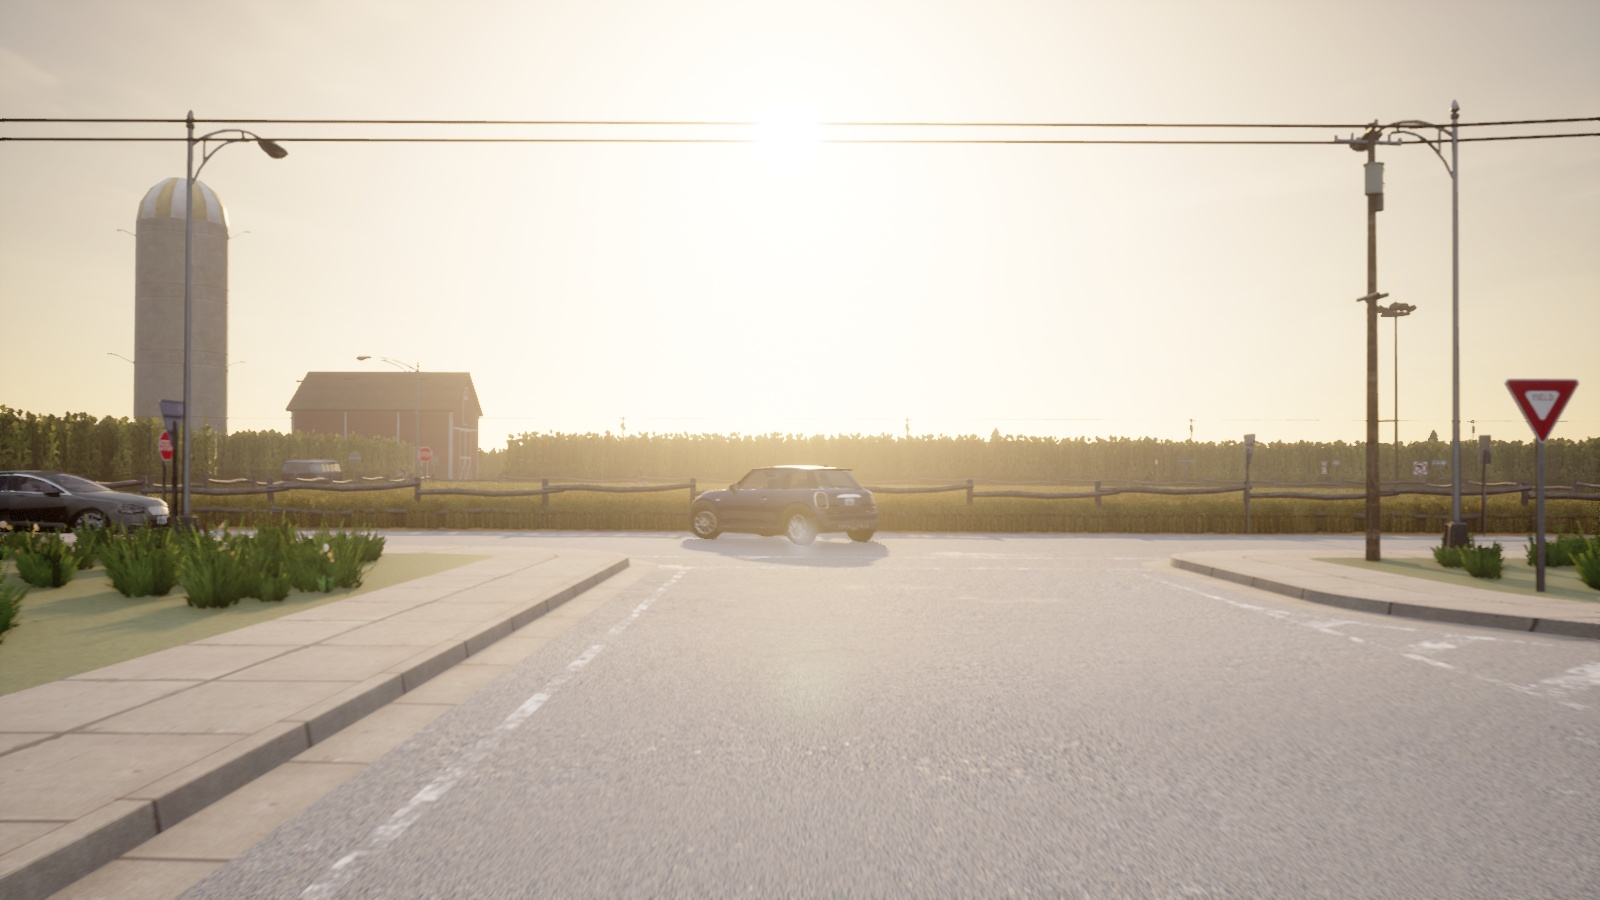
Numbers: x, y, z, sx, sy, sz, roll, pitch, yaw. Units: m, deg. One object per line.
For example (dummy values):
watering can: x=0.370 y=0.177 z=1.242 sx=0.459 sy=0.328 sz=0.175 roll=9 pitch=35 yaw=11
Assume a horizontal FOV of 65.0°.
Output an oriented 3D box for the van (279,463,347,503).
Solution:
van: x=-25.149 y=1.679 z=65.028 sx=1.775 sy=1.987 sz=4.442 roll=0 pitch=-1 yaw=1

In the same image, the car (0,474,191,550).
car: x=-15.703 y=1.273 z=26.246 sx=4.902 sy=1.511 sz=2.128 roll=0 pitch=-1 yaw=2

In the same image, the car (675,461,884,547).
car: x=-0.533 y=1.146 z=28.107 sx=4.553 sy=1.767 sz=2.097 roll=-1 pitch=-1 yaw=45
